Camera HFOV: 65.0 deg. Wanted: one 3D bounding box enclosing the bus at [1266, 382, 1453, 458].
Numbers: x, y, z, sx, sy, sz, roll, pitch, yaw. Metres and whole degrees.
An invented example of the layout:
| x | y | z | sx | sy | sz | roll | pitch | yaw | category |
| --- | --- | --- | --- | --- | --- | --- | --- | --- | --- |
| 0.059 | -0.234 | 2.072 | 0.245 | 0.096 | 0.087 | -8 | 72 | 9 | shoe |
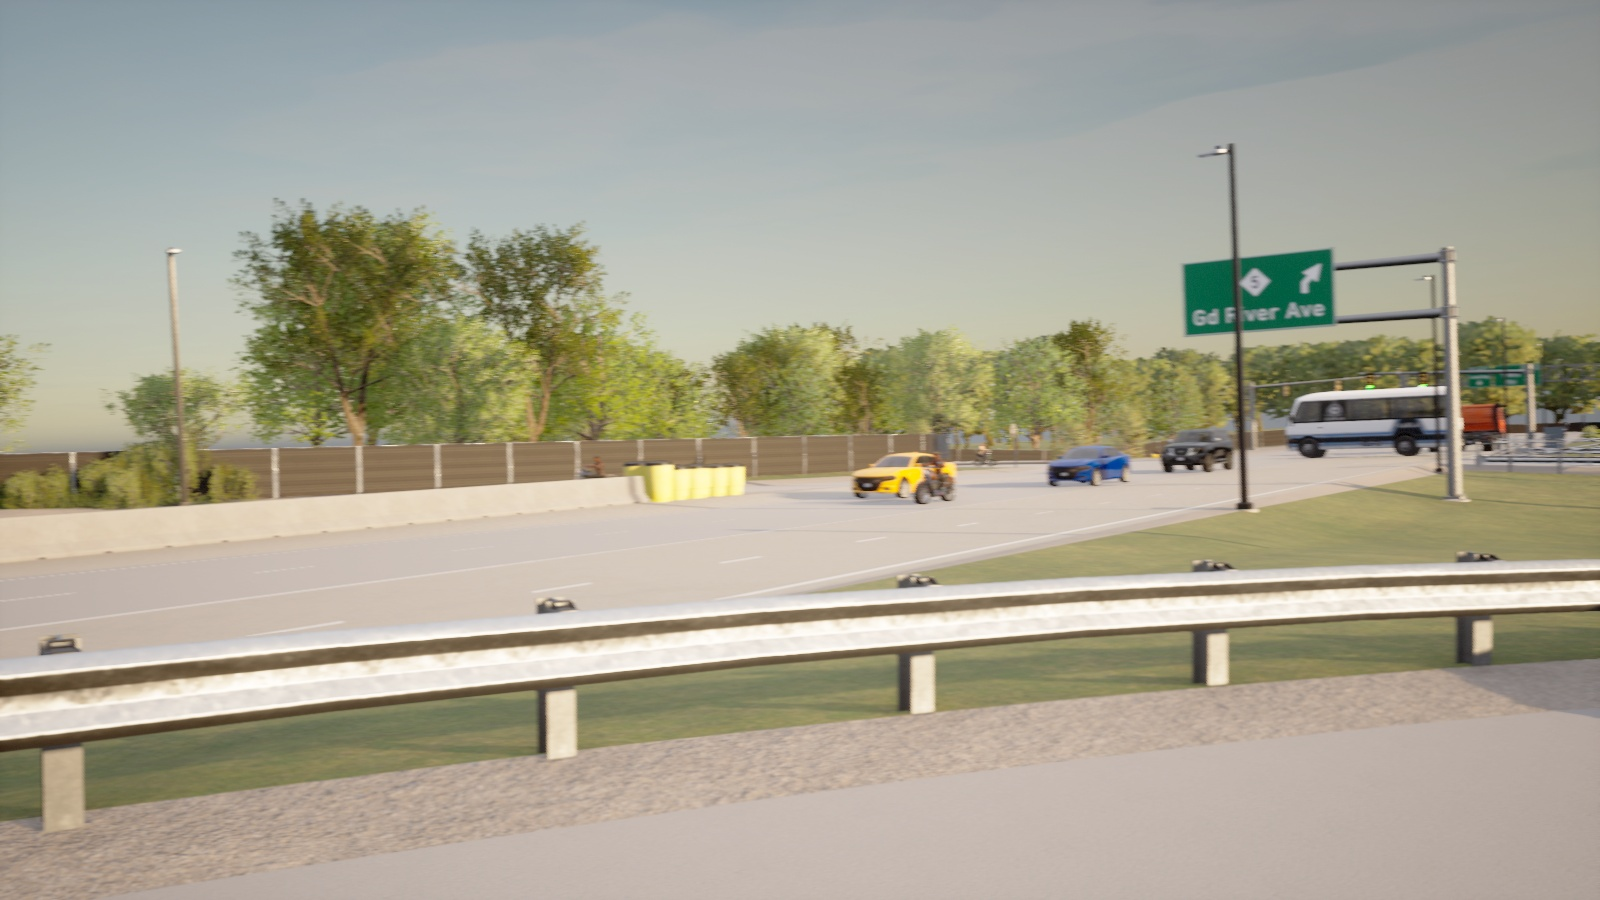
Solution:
| x | y | z | sx | sy | sz | roll | pitch | yaw | category |
| --- | --- | --- | --- | --- | --- | --- | --- | --- | --- |
| 35.703 | -1.823 | 80.308 | 10.273 | 4.253 | 3.944 | -2 | 0 | 33 | bus |

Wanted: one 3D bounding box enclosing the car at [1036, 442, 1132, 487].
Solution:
| x | y | z | sx | sy | sz | roll | pitch | yaw | category |
| --- | --- | --- | --- | --- | --- | --- | --- | --- | --- |
| 11.071 | 0.538 | 48.686 | 1.882 | 1.535 | 5.008 | -2 | 0 | 35 | car |

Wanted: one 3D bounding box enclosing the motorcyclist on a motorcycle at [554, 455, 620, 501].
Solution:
| x | y | z | sx | sy | sz | roll | pitch | yaw | category |
| --- | --- | --- | --- | --- | --- | --- | --- | --- | --- |
| -8.137 | 1.049 | 48.099 | 2.350 | 1.649 | 0.766 | -2 | 1 | -34 | motorcyclist on a motorcycle |

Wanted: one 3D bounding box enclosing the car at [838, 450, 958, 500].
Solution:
| x | y | z | sx | sy | sz | roll | pitch | yaw | category |
| --- | --- | --- | --- | --- | --- | --- | --- | --- | --- |
| 3.500 | 0.841 | 43.865 | 1.882 | 1.535 | 5.008 | -2 | 0 | 35 | car |

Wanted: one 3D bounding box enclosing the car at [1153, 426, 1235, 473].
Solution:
| x | y | z | sx | sy | sz | roll | pitch | yaw | category |
| --- | --- | --- | --- | --- | --- | --- | --- | --- | --- |
| 18.880 | -0.067 | 60.029 | 2.150 | 2.045 | 5.566 | -2 | 0 | 35 | car |

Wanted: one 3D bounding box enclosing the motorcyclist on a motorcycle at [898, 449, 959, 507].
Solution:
| x | y | z | sx | sy | sz | roll | pitch | yaw | category |
| --- | --- | --- | --- | --- | --- | --- | --- | --- | --- |
| 3.948 | 0.830 | 38.350 | 0.766 | 1.649 | 2.350 | -2 | 1 | 35 | motorcyclist on a motorcycle |
